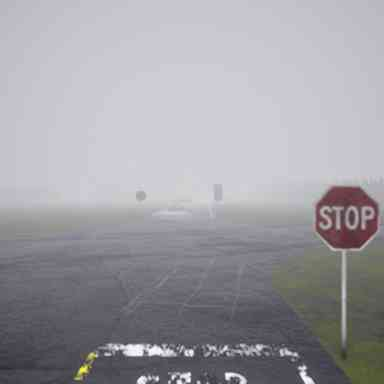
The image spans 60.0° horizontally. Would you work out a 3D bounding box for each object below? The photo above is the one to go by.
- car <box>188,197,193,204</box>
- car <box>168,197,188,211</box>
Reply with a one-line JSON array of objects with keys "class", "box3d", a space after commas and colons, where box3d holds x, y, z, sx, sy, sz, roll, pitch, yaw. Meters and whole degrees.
[{"class": "car", "box3d": [-0.876, 1.540, 62.448, 1.895, 1.301, 4.718, 0, 0, 3]}, {"class": "car", "box3d": [-1.865, 1.597, 41.586, 1.895, 1.301, 4.718, 0, 0, 2]}]
